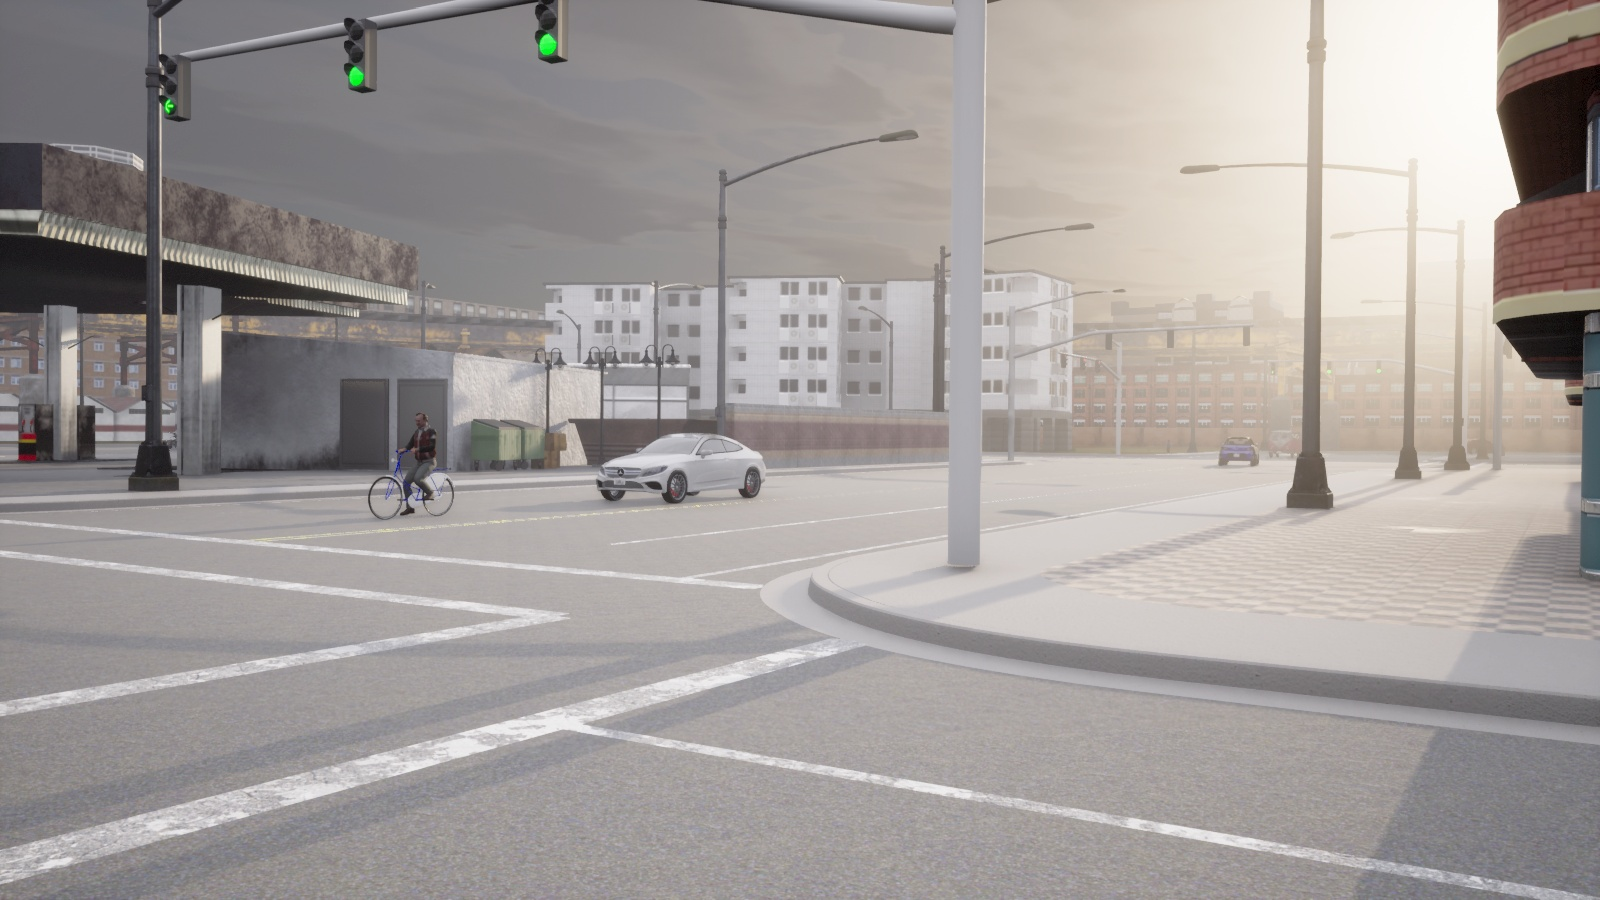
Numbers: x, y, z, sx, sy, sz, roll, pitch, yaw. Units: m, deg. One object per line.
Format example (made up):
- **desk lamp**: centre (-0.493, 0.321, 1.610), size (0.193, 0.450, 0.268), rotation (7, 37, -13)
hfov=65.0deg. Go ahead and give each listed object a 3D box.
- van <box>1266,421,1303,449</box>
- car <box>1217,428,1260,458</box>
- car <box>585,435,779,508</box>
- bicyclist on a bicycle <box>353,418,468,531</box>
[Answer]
- **van**: centre (35.150, -1.077, 91.048), size (1.775, 1.987, 4.442), rotation (0, 1, 31)
- **car**: centre (22.276, -0.355, 63.657), size (1.816, 1.474, 4.193), rotation (0, 1, 22)
- **car**: centre (-2.468, 0.404, 27.508), size (1.812, 1.442, 4.674), rotation (0, 1, 31)
- **bicyclist on a bicycle**: centre (-6.427, 0.376, 20.823), size (0.659, 1.776, 1.843), rotation (0, 1, 31)
